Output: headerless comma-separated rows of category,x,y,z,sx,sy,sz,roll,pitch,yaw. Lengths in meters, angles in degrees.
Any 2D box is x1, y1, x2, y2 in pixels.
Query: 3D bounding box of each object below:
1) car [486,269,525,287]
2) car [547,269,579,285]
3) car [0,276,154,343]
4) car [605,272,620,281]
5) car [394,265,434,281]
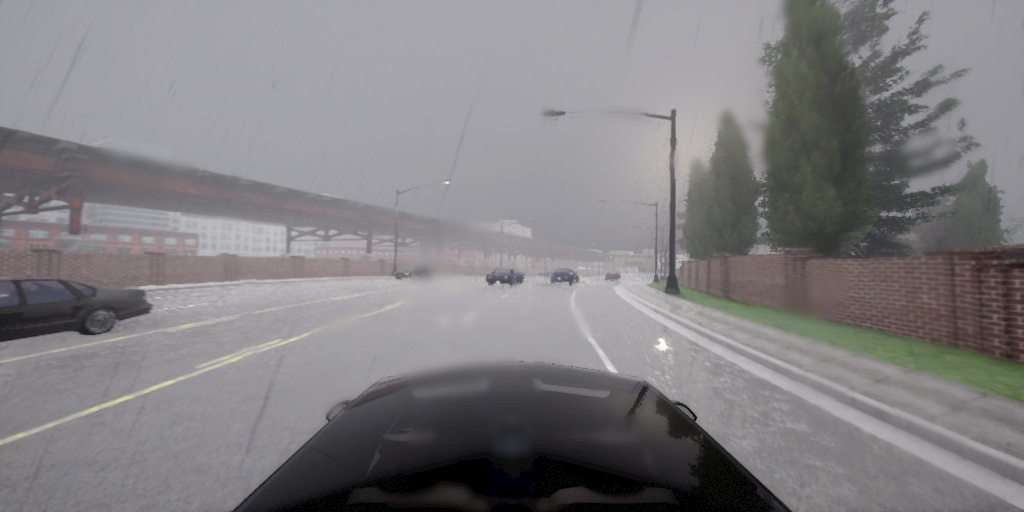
car,-0.400,1.655,27.868,1.895,1.301,4.718,1,-2,16
car,4.986,1.894,33.230,1.812,1.442,4.674,0,-3,20
car,-10.450,1.118,7.000,2.033,1.411,5.357,1,0,3
car,17.102,3.394,60.665,1.882,1.535,5.008,1,-3,25
car,-9.208,1.588,34.187,1.837,1.490,4.892,1,-3,18
